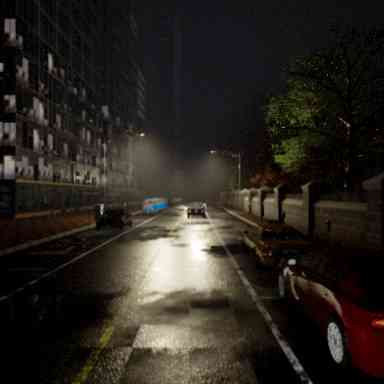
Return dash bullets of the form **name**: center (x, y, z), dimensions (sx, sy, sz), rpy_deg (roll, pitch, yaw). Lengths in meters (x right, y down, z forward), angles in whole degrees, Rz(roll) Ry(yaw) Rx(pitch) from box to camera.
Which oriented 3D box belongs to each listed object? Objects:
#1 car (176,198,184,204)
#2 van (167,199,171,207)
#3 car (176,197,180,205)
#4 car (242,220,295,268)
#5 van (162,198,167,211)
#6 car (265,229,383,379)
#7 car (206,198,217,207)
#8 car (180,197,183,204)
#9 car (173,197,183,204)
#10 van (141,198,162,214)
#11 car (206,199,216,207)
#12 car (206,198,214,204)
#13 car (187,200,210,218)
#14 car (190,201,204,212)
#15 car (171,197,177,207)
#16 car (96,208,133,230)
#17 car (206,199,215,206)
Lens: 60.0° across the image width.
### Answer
- **car**: center (-3.259, 2.412, 90.209), dimensions (2.008, 1.369, 4.403), rpy_deg (0, -1, 2)
- **van**: center (-4.651, 1.821, 50.825), dimensions (1.690, 1.788, 3.998), rpy_deg (0, -1, 1)
- **car**: center (-4.148, 2.194, 67.706), dimensions (2.008, 1.369, 4.403), rpy_deg (0, -1, 2)
- **car**: center (2.748, 1.634, 11.464), dimensions (1.752, 1.417, 4.829), rpy_deg (0, -1, 0)
- **van**: center (-4.785, 1.767, 45.198), dimensions (1.690, 1.788, 3.998), rpy_deg (0, -1, 1)
- **car**: center (2.720, 1.599, 5.654), dimensions (1.887, 1.381, 4.507), rpy_deg (0, -1, 0)
- **car**: center (3.701, 2.135, 62.094), dimensions (1.887, 1.381, 4.507), rpy_deg (0, -1, 2)
- **car**: center (-3.735, 2.303, 78.954), dimensions (2.008, 1.369, 4.403), rpy_deg (0, -1, 2)
- **car**: center (-3.504, 2.122, 84.581), dimensions (2.192, 1.841, 5.009), rpy_deg (0, -1, 2)
- **van**: center (-4.906, 1.714, 39.564), dimensions (1.690, 1.788, 3.998), rpy_deg (0, -1, 1)
- **car**: center (3.883, 2.211, 67.737), dimensions (1.947, 1.339, 4.313), rpy_deg (0, -1, 2)
- **car**: center (4.532, 2.250, 84.666), dimensions (1.967, 1.590, 4.097), rpy_deg (0, -1, 3)
- **car**: center (0.411, 1.865, 33.665), dimensions (2.033, 1.411, 5.357), rpy_deg (0, -1, 0)
- **car**: center (0.700, 2.054, 47.870), dimensions (1.895, 1.301, 4.718), rpy_deg (0, -1, 1)
- **car**: center (-4.329, 2.154, 62.073), dimensions (1.947, 1.339, 4.313), rpy_deg (0, -1, 2)
- **car**: center (-5.177, 1.779, 22.680), dimensions (1.947, 1.339, 4.313), rpy_deg (0, -1, 1)
- **car**: center (4.082, 2.266, 73.384), dimensions (1.947, 1.339, 4.313), rpy_deg (0, -1, 2)
